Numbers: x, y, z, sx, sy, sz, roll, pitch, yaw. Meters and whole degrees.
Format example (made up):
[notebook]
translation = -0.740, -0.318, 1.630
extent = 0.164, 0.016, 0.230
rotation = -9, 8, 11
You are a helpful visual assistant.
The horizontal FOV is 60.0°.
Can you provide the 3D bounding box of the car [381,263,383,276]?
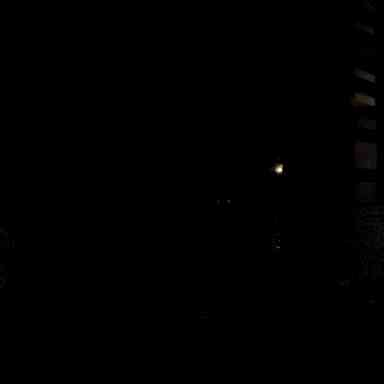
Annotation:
[car]
translation = 6.802, 1.471, 8.292
extent = 5.357, 1.411, 2.033
rotation = -1, 0, -36
